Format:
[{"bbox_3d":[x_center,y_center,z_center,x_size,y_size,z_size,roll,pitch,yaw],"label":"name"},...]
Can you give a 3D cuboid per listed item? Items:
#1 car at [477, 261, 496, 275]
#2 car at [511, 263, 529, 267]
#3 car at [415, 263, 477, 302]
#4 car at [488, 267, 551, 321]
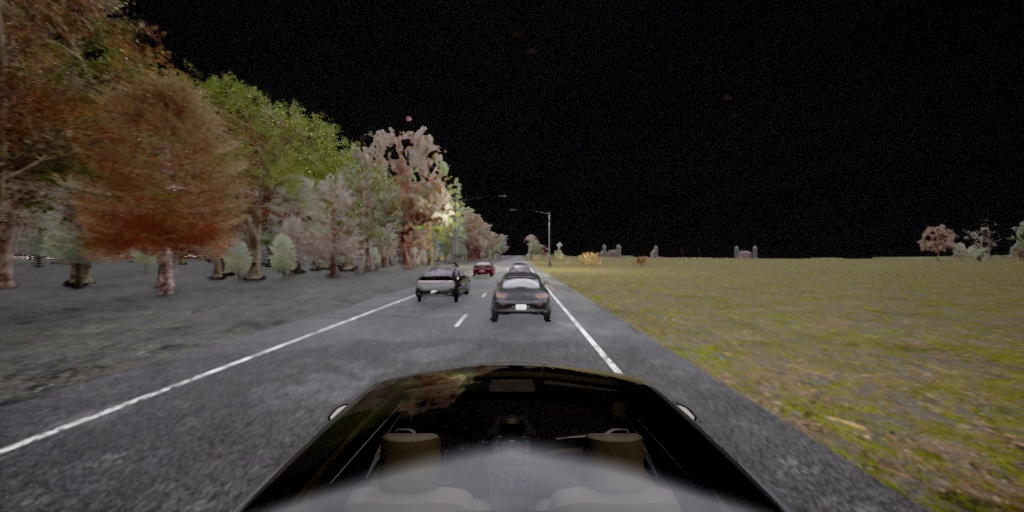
[{"bbox_3d":[-2.720,1.229,35.833,1.882,1.535,5.008,0,0,1],"label":"car"},{"bbox_3d":[0.654,1.297,30.027,2.033,1.411,5.357,0,0,1],"label":"car"},{"bbox_3d":[-3.109,1.243,16.877,2.128,1.511,4.902,0,0,1],"label":"car"},{"bbox_3d":[0.310,1.276,12.386,1.812,1.442,4.674,0,0,1],"label":"car"}]
